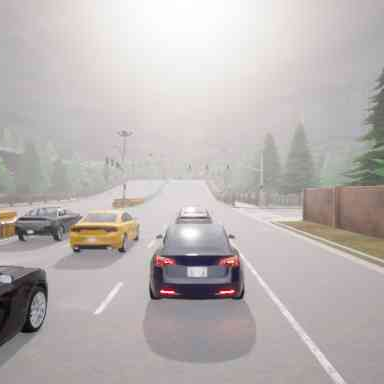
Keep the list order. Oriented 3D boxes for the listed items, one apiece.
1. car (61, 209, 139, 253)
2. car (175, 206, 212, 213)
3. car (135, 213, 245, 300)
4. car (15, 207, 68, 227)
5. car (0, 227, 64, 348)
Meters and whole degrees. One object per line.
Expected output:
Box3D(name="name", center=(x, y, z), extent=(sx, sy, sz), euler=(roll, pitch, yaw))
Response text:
Box3D(name="car", center=(-3.404, 1.478, 13.777), extent=(1.882, 1.535, 5.008), euler=(0, 0, 0))
Box3D(name="car", center=(0.093, 1.491, 17.514), extent=(2.128, 1.511, 4.902), euler=(0, 0, 0))
Box3D(name="car", center=(0.098, 1.503, 8.423), extent=(2.163, 1.488, 4.792), euler=(0, 0, 0))
Box3D(name="car", center=(-6.905, 1.491, 16.624), extent=(2.128, 1.511, 4.902), euler=(0, 0, 0))
Box3D(name="car", center=(-3.400, 1.478, 3.760), extent=(1.882, 1.535, 5.008), euler=(0, 0, 0))
